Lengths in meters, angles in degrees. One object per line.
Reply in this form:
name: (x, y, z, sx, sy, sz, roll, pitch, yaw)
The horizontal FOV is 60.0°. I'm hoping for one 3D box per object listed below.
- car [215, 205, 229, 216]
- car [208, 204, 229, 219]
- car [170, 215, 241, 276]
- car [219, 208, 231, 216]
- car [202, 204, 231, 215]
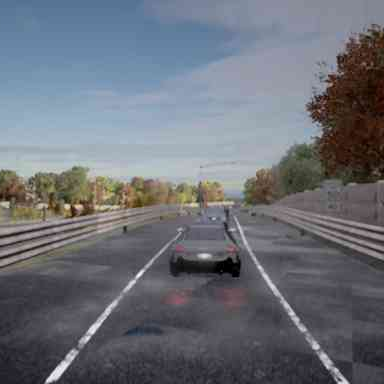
car: (4.504, 2.764, 49.718, 1.882, 1.535, 5.008, 0, -4, 7)
car: (3.022, 2.089, 36.866, 2.128, 1.511, 4.902, 0, -2, 6)
car: (0.448, 1.649, 10.655, 1.994, 1.385, 4.181, 0, 0, 3)
car: (6.011, 3.605, 60.191, 2.033, 1.411, 5.357, 0, -4, 9)
car: (1.648, 1.748, 23.027, 2.033, 1.411, 5.357, 0, -1, 6)
